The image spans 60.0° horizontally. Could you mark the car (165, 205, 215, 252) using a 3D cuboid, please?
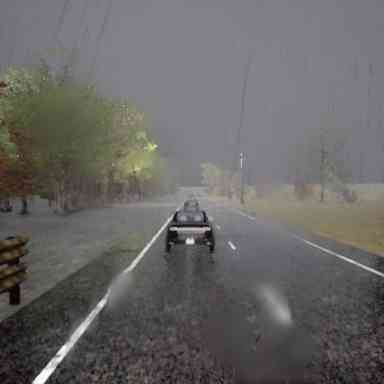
[{"bbox_3d":[-0.066,1.502,13.871,2.128,1.511,4.902,0,0,0],"label":"car"}]

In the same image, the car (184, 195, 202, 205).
[{"bbox_3d":[-0.077,1.508,43.772,2.128,1.511,4.902,0,0,0],"label":"car"}]

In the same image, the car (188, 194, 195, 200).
[{"bbox_3d":[-0.093,1.465,94.884,1.882,1.535,5.008,0,0,0],"label":"car"}]

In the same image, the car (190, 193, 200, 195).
[{"bbox_3d":[-0.085,1.365,64.691,2.097,1.767,4.553,0,0,0],"label":"car"}]
